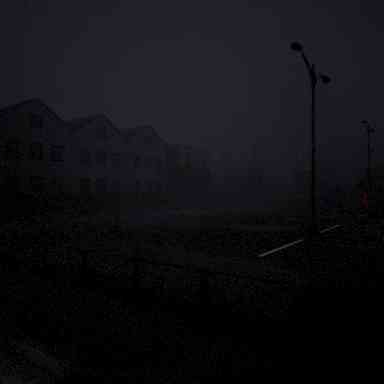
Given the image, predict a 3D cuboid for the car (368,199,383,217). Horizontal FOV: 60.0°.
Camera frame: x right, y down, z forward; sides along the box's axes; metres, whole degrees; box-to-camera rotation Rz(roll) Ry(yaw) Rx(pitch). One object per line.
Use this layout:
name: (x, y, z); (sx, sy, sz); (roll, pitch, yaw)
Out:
car: (15.494, 1.298, 26.768); (2.007, 1.523, 4.514); (0, 0, 35)
